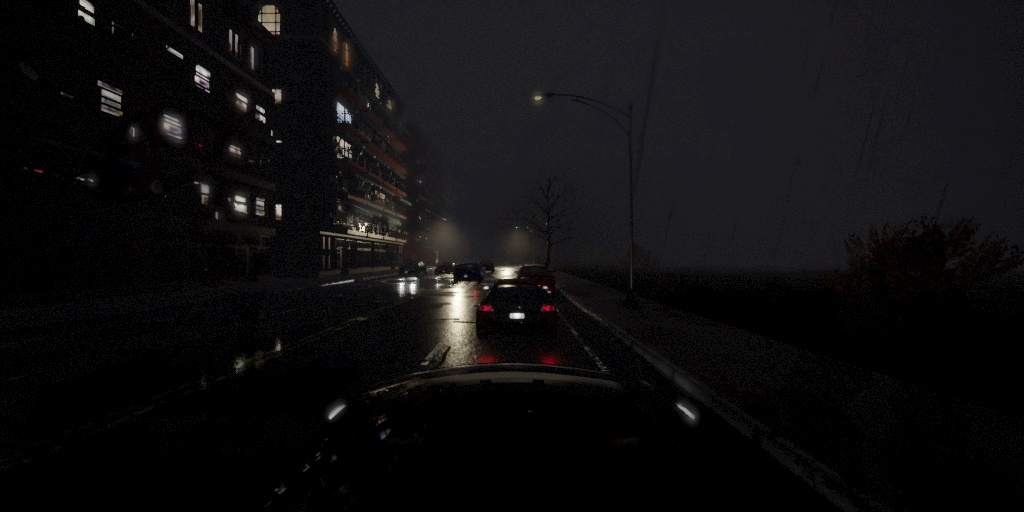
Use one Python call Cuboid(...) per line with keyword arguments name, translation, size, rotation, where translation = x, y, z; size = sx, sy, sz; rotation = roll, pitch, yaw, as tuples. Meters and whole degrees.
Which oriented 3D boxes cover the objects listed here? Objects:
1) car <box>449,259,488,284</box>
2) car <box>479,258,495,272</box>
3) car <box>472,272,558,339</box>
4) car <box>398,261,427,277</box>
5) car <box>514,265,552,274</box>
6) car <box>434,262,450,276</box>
Cuboid(name="car", translation=(-3.128, 1.230, 26.760), size=(1.882, 1.535, 5.008), rotation=(0, 0, 0))
Cuboid(name="car", translation=(-3.111, 1.229, 44.065), size=(1.882, 1.535, 5.008), rotation=(0, 0, 0))
Cuboid(name="car", translation=(0.109, 1.315, 10.064), size=(1.994, 1.385, 4.181), rotation=(0, 0, 0))
Cuboid(name="car", translation=(-9.821, 1.244, 35.745), size=(2.128, 1.511, 4.902), rotation=(0, 0, 0))
Cuboid(name="car", translation=(1.152, 1.230, 18.984), size=(1.882, 1.535, 5.008), rotation=(0, 0, 0))
Cuboid(name="car", translation=(-6.570, 1.316, 36.505), size=(1.994, 1.385, 4.181), rotation=(0, 0, 0))
